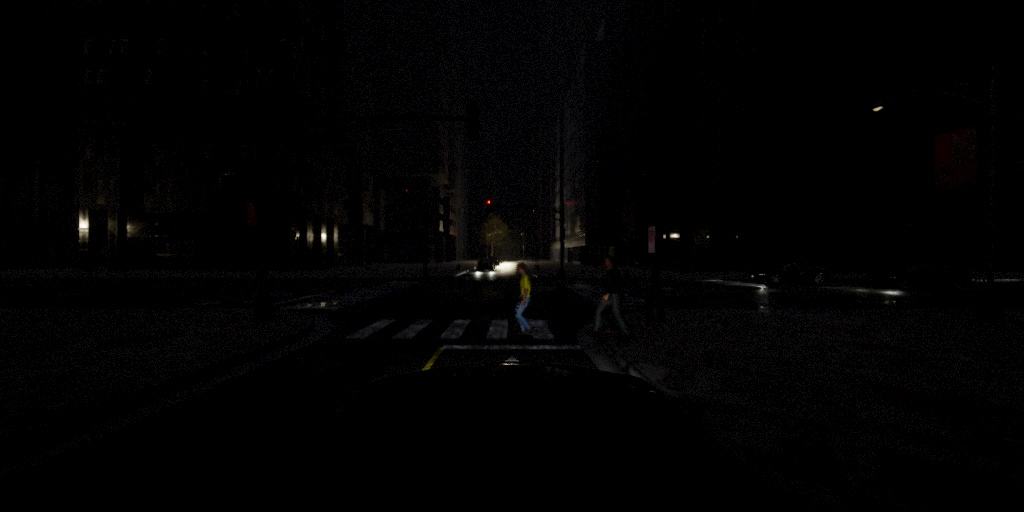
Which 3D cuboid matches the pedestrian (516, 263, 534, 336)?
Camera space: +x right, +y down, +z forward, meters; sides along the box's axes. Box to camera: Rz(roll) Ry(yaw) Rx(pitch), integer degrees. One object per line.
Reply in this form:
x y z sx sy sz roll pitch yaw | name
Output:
0.346 1.008 8.808 0.375 1.860 0.375 0 0 0 | pedestrian

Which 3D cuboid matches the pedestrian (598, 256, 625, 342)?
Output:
2.104 0.862 7.590 0.375 1.860 0.375 0 0 0 | pedestrian

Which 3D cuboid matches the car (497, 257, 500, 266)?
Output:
-3.132 0.812 59.467 2.097 1.767 4.553 0 0 0 | car

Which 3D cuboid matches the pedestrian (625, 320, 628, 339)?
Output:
2.352 0.859 8.206 0.375 1.860 0.375 0 0 0 | pedestrian

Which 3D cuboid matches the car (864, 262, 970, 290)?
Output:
24.086 1.153 21.454 5.008 1.535 1.882 0 0 0 | car

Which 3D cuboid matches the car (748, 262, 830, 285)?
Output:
19.015 1.151 24.721 4.892 1.490 1.837 0 0 0 | car

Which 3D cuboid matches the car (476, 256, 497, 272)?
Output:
-3.127 1.020 42.840 1.882 1.535 5.008 0 0 0 | car
